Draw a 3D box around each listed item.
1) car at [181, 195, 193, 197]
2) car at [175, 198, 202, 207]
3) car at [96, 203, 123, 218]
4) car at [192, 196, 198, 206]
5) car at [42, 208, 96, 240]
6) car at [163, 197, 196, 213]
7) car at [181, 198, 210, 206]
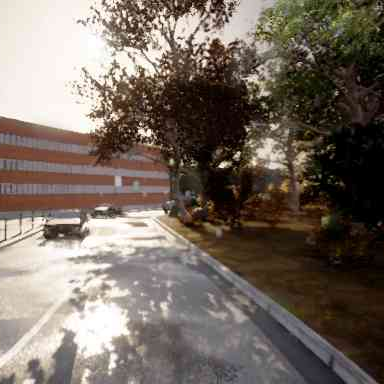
[{"bbox_3d":[-1.909,1.608,58.385,5.566,2.045,2.435,0,0,26],"label":"car"},{"bbox_3d":[-0.626,1.903,60.902,4.674,1.452,2.002,0,0,26],"label":"car"},{"bbox_3d":[-8.403,1.825,33.057,1.994,1.385,4.181,-1,0,11],"label":"car"},{"bbox_3d":[2.628,1.537,50.234,2.150,2.045,5.566,0,0,26],"label":"car"},{"bbox_3d":[-6.654,1.672,18.152,2.033,1.411,5.357,0,0,-12],"label":"car"},{"bbox_3d":[-1.811,1.777,41.095,2.128,1.511,4.902,0,0,26],"label":"car"},{"bbox_3d":[0.631,1.866,63.435,5.008,1.535,2.097,0,0,26],"label":"car"}]
